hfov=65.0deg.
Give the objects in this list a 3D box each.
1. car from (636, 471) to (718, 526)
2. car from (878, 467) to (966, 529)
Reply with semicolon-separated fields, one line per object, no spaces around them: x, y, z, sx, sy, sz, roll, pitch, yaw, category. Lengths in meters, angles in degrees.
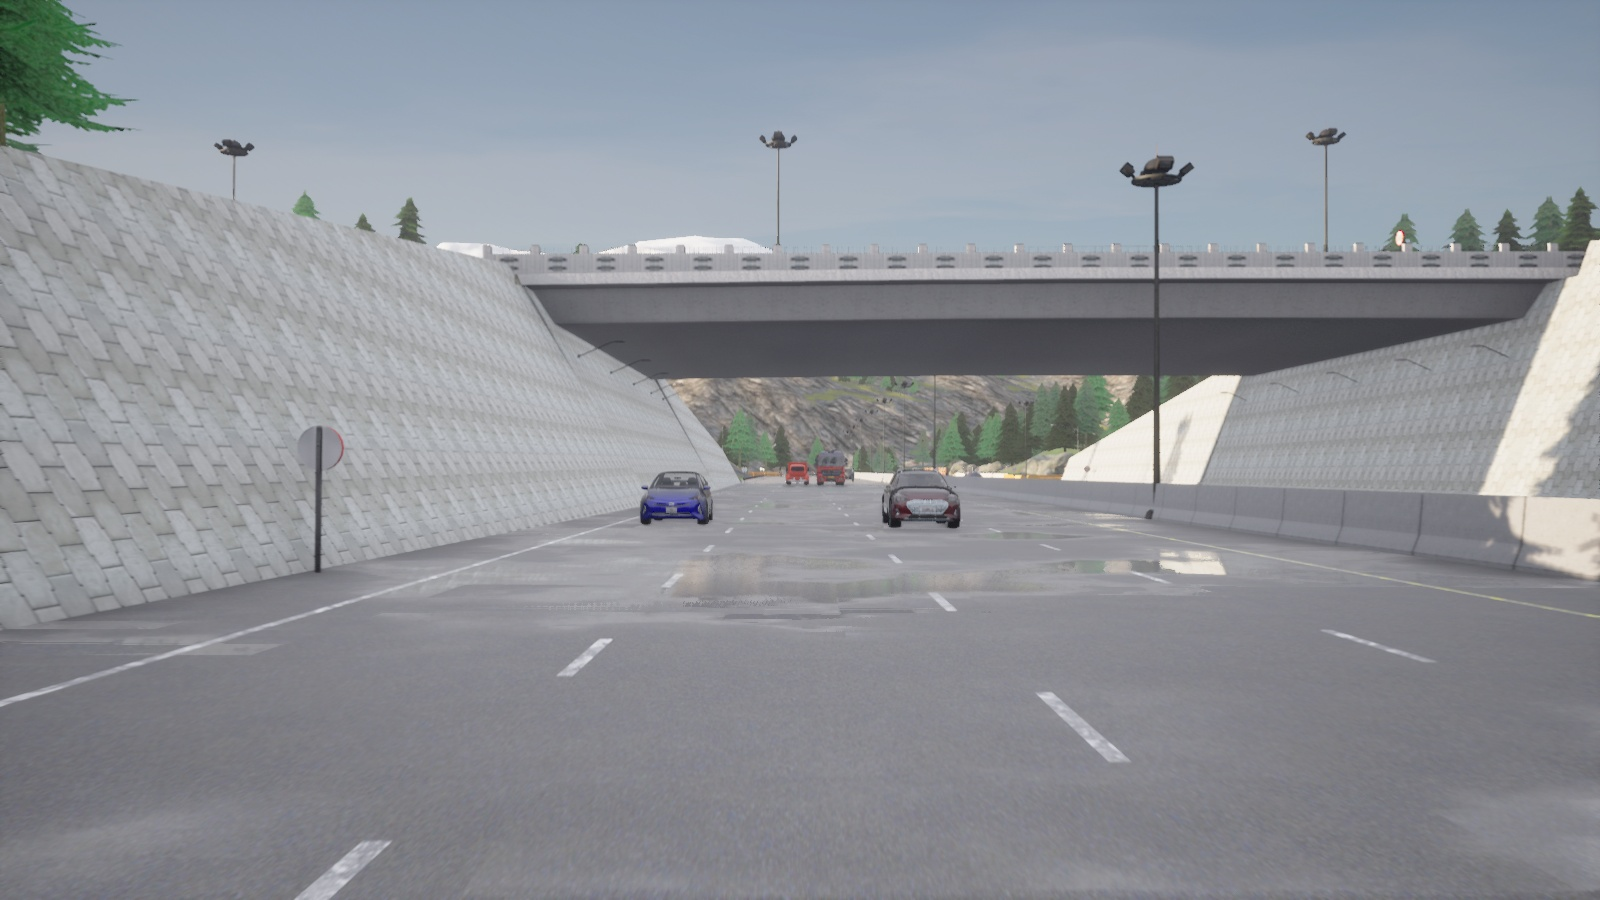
-3.585;1.398;37.291;2.007;1.525;4.514;0;-1;0;car
3.418;1.332;35.969;2.033;1.649;4.856;0;-1;0;car
